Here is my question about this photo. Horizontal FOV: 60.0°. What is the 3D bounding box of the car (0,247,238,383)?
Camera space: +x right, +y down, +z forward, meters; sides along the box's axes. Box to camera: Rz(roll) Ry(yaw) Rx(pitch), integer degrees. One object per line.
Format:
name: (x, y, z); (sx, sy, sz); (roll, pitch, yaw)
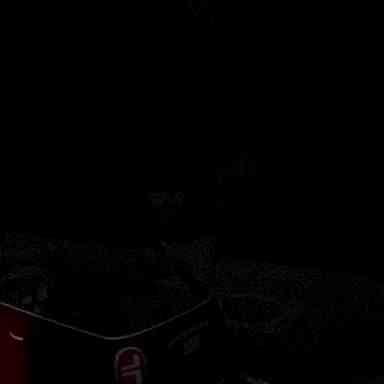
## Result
car: (-1.582, 1.444, 4.212); (4.097, 1.590, 1.967); (0, 0, 36)

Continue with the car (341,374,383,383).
car: (2.774, 1.523, 1.099); (4.829, 1.417, 1.752); (0, 0, 36)
